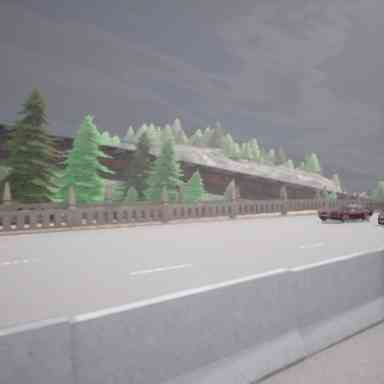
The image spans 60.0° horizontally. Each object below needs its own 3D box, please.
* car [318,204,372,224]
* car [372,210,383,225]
[{"bbox_3d":[11.629,1.601,25.180,4.718,1.301,1.895,0,0,-35],"label":"car"},{"bbox_3d":[14.747,1.525,23.104,4.674,1.442,1.812,0,0,-35],"label":"car"}]
